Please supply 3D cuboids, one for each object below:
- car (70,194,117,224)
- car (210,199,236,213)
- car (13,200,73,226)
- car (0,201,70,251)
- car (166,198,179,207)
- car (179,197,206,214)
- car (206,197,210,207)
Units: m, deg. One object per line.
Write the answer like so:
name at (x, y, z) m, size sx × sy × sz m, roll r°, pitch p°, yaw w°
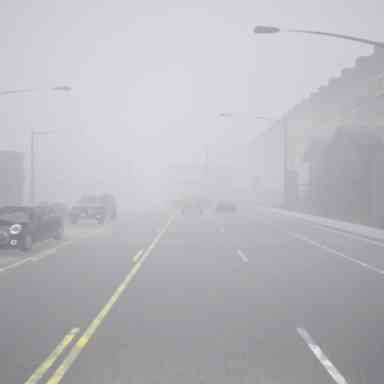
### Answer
car at (-7.055, 1.147, 24.341) m, size 2.150 × 2.045 × 5.566 m, roll 0°, pitch 0°, yaw 0°
car at (3.450, 1.457, 35.464) m, size 1.994 × 1.385 × 4.181 m, roll 0°, pitch 0°, yaw -3°
car at (-10.553, 1.418, 24.103) m, size 2.128 × 1.511 × 4.902 m, roll 0°, pitch 0°, yaw 0°
car at (-7.076, 1.310, 13.763) m, size 2.097 × 1.767 × 4.553 m, roll 0°, pitch 0°, yaw 0°
car at (-2.259, 1.458, 47.240) m, size 1.895 × 1.301 × 4.718 m, roll 0°, pitch 0°, yaw -20°
car at (-0.020, 1.248, 34.243) m, size 2.097 × 1.767 × 4.553 m, roll 0°, pitch 0°, yaw -1°
car at (1.261, 1.382, 47.520) m, size 1.812 × 1.442 × 4.674 m, roll 0°, pitch 0°, yaw -20°
